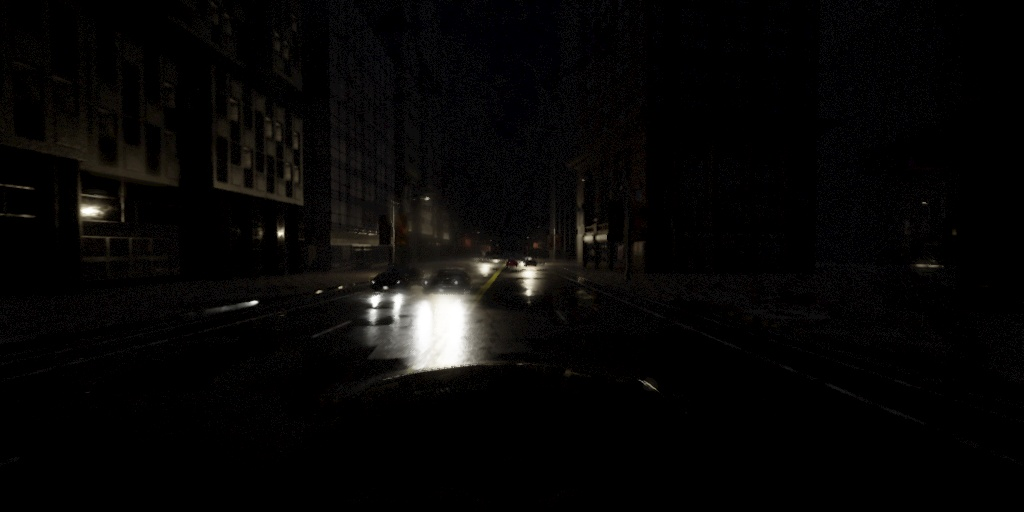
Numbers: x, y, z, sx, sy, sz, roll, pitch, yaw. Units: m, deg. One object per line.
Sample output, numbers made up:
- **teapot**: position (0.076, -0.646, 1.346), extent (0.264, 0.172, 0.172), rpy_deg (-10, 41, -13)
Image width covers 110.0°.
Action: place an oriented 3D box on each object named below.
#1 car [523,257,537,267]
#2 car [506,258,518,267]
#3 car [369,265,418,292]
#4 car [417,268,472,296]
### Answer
- **car**: position (3.252, 1.089, 61.530), extent (2.128, 1.511, 4.902), rpy_deg (0, 0, 0)
- **car**: position (0.001, 1.158, 62.266), extent (1.994, 1.385, 4.181), rpy_deg (0, 0, 0)
- **car**: position (-6.538, 1.255, 21.244), extent (2.033, 1.411, 5.357), rpy_deg (0, 0, 1)
- **car**: position (-3.306, 1.314, 19.026), extent (1.895, 1.301, 4.718), rpy_deg (0, 0, 1)
